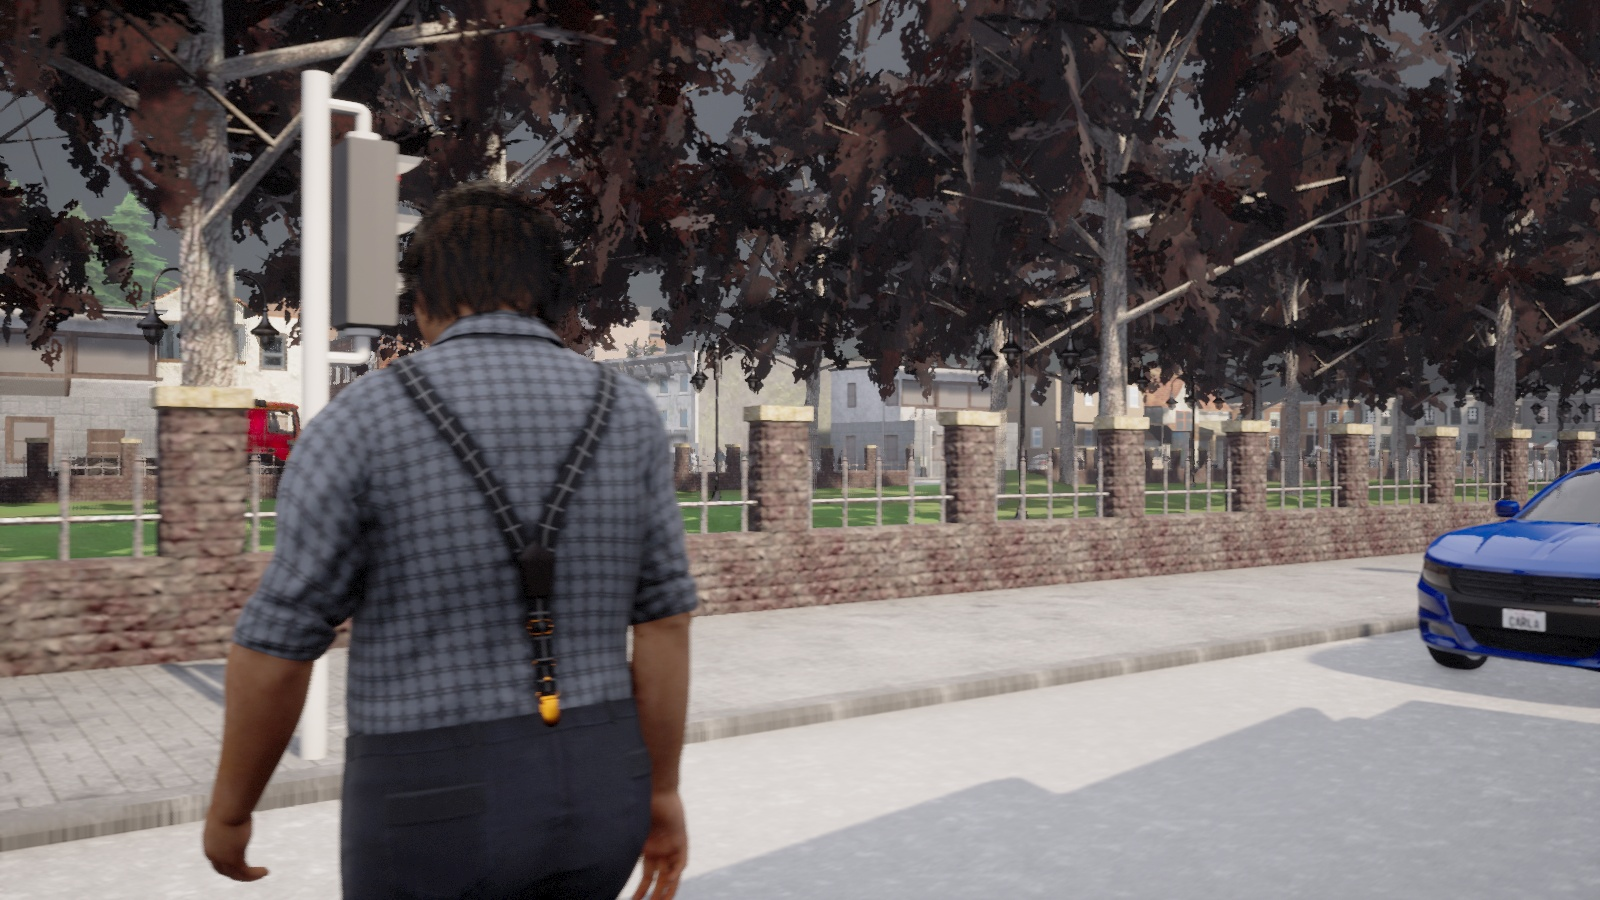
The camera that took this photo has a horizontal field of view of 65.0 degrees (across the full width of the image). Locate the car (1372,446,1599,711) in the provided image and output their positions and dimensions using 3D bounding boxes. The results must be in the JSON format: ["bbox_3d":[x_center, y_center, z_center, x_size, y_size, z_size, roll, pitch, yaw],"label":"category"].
[{"bbox_3d":[6.398,0.749,9.083,5.008,1.535,1.882,0,0,-36],"label":"car"}]

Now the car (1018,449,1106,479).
[{"bbox_3d":[15.060,0.765,71.974,5.027,1.651,2.152,0,0,-37],"label":"car"}]

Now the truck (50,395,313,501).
[{"bbox_3d":[-21.779,-0.059,44.523,7.936,3.462,2.891,0,0,-39],"label":"truck"}]

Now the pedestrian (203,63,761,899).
[{"bbox_3d":[-0.477,0.511,1.783,0.540,1.848,0.694,0,0,-37],"label":"pedestrian"}]
